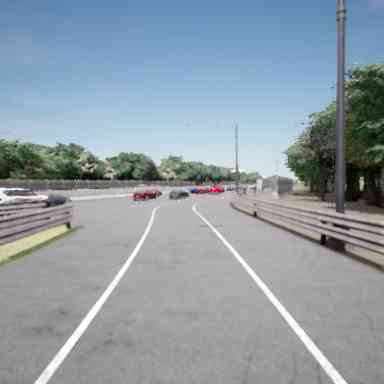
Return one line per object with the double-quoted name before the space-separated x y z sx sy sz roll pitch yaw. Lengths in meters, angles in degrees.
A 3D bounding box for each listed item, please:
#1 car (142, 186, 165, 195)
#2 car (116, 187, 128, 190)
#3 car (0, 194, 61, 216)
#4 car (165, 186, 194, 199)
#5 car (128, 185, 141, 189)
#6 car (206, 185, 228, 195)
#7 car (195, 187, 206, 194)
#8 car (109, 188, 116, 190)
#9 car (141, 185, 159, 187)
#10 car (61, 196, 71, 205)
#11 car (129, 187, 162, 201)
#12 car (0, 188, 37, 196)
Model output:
"car" -6.728 0.185 57.590 1.812 1.442 4.674 0 2 20
"car" -16.159 -0.428 83.127 1.882 1.535 5.008 0 2 20
"car" -11.644 1.121 23.262 1.994 1.385 4.181 0 2 20
"car" -1.864 0.292 50.435 2.128 1.511 4.902 0 2 20
"car" -12.872 -0.676 81.925 2.150 2.045 5.566 0 2 20
"car" 5.331 -0.532 70.445 2.150 2.045 5.566 0 2 20
"car" 2.883 -0.349 74.004 1.882 1.535 5.008 0 2 20
"car" -19.561 -0.361 84.008 2.033 1.411 5.357 0 2 20
"car" -9.573 -0.673 80.756 2.150 2.045 5.566 0 2 20
"car" -14.779 0.846 35.221 1.994 1.385 4.181 0 2 20
"car" -6.595 0.386 47.623 1.882 1.535 5.008 0 2 20
"car" -14.064 0.702 26.873 2.150 2.045 5.566 0 2 20
